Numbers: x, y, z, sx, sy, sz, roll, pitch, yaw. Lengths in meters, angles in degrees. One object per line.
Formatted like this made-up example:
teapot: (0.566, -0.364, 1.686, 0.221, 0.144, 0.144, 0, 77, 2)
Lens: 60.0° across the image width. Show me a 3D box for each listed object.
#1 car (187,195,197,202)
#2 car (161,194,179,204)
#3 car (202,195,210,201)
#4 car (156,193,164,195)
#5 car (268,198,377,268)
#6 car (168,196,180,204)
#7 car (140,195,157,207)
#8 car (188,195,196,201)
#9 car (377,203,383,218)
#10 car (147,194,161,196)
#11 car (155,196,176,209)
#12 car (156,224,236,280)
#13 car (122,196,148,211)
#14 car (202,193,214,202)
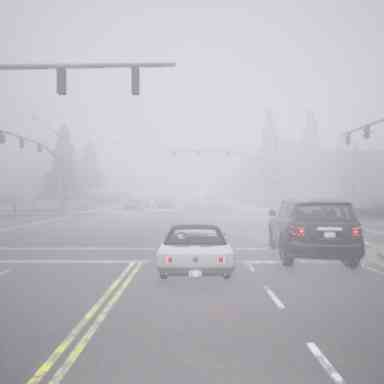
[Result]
car: (0.016, 1.529, 73.183, 1.812, 1.442, 4.674, 0, 0, 0)
car: (-3.569, 1.516, 54.216, 1.837, 1.490, 4.892, 0, 0, -1)
car: (3.518, 1.425, 83.490, 1.994, 1.385, 4.181, 0, 0, 0)
car: (-6.984, 1.240, 71.356, 2.150, 2.045, 5.566, 0, 0, 0)
car: (3.975, 1.225, 11.485, 2.150, 2.045, 5.566, 0, 0, 7)
car: (-3.486, 1.505, 64.413, 2.128, 1.511, 4.902, 0, 0, 0)
car: (-7.072, 1.558, 50.887, 2.033, 1.411, 5.357, 0, 0, 0)
car: (0.018, 1.396, 83.491, 1.812, 1.442, 4.674, 0, 0, 0)
car: (14.939, 1.606, 27.957, 4.718, 1.301, 1.895, 0, 0, 0)
car: (-7.003, 1.577, 60.864, 1.994, 1.385, 4.181, 0, 0, 1)
car: (-3.576, 1.573, 45.499, 1.994, 1.385, 4.181, 0, 0, 0)
car: (0.090, 1.603, 9.949, 1.895, 1.301, 4.718, 0, 0, 0)
car: (-7.129, 1.556, 40.816, 2.033, 1.411, 5.357, 0, 0, 2)
car: (3.516, 1.231, 72.838, 2.150, 2.045, 5.566, 0, 0, 0)
